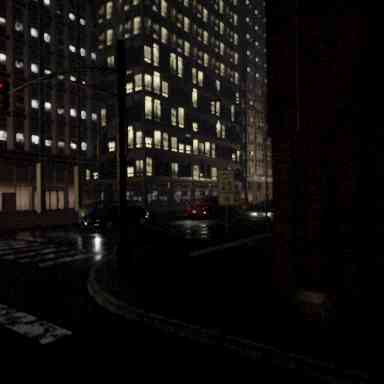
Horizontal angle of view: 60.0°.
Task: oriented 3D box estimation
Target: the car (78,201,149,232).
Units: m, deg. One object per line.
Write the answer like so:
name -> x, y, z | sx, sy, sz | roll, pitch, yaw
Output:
car -> -4.743, 1.568, 21.005 | 1.837, 1.490, 4.892 | -1, -1, 33

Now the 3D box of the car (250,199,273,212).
car -> 9.312, 1.588, 40.552 | 1.882, 1.535, 5.008 | -1, -1, 36

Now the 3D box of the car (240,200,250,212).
car -> 6.742, 1.685, 41.449 | 1.752, 1.417, 4.829 | -2, -1, 36

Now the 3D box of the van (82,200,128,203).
van -> -6.089, 1.457, 23.537 | 1.690, 1.788, 3.998 | -2, -1, 36

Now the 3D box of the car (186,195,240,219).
car -> 1.780, 1.306, 30.080 | 2.150, 2.045, 5.566 | -1, -1, 36
